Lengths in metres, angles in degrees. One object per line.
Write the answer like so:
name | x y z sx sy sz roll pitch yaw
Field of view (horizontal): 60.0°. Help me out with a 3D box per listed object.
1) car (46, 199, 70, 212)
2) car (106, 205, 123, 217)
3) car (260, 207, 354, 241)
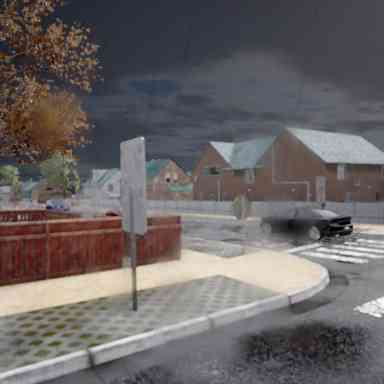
car | -18.735 2.011 46.219 2.150 2.045 5.566 -2 0 -36
car | -5.529 1.894 27.769 1.882 1.535 5.008 -2 0 -36
car | 5.717 1.538 17.262 1.882 1.535 5.008 -2 0 -33
